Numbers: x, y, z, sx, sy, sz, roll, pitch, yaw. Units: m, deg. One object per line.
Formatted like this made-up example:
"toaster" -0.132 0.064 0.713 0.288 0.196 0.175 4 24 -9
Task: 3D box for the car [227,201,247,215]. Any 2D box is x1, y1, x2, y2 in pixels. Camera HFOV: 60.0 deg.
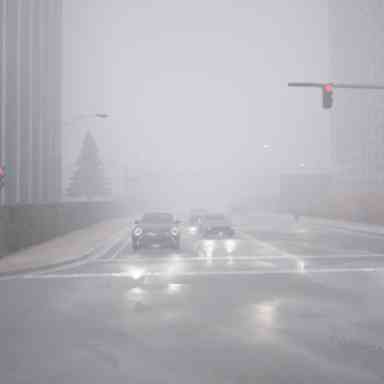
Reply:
"car" 6.625 2.330 49.161 2.150 2.045 5.566 0 -1 -4

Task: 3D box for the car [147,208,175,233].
"car" -2.317 2.082 25.434 1.882 1.535 5.008 0 -1 -4

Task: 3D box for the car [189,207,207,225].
"car" 0.771 2.205 31.392 1.882 1.535 5.008 0 -1 -4

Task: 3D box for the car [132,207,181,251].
"car" -1.660 1.741 16.237 2.097 1.767 4.553 0 -1 -4

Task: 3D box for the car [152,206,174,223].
"car" -2.982 2.318 34.911 2.128 1.511 4.902 0 -1 -4

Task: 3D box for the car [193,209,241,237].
"car" 1.465 2.046 21.612 2.033 1.411 5.357 0 -1 -4
